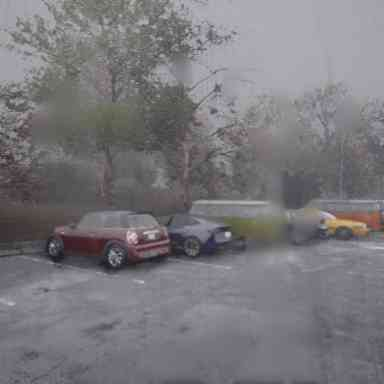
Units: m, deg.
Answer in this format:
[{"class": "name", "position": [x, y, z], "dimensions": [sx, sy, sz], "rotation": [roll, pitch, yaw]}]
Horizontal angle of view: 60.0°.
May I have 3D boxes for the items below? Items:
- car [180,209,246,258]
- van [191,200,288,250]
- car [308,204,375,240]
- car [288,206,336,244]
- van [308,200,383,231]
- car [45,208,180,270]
[{"class": "car", "position": [-0.635, 1.586, 13.158], "dimensions": [4.792, 1.488, 2.163], "rotation": [-1, -1, 34]}, {"class": "van", "position": [1.687, 1.362, 14.917], "dimensions": [4.442, 1.987, 1.878], "rotation": [-1, -1, 35]}, {"class": "car", "position": [6.730, 1.646, 18.175], "dimensions": [5.366, 1.575, 1.946], "rotation": [-1, -1, 34]}, {"class": "car", "position": [4.185, 1.618, 16.560], "dimensions": [4.892, 1.521, 2.231], "rotation": [-1, -1, 34]}, {"class": "van", "position": [8.874, 1.460, 20.058], "dimensions": [4.442, 1.987, 1.878], "rotation": [-1, -1, 34]}, {"class": "car", "position": [-2.981, 1.401, 11.416], "dimensions": [4.553, 1.767, 2.185], "rotation": [-1, -1, 34]}]
